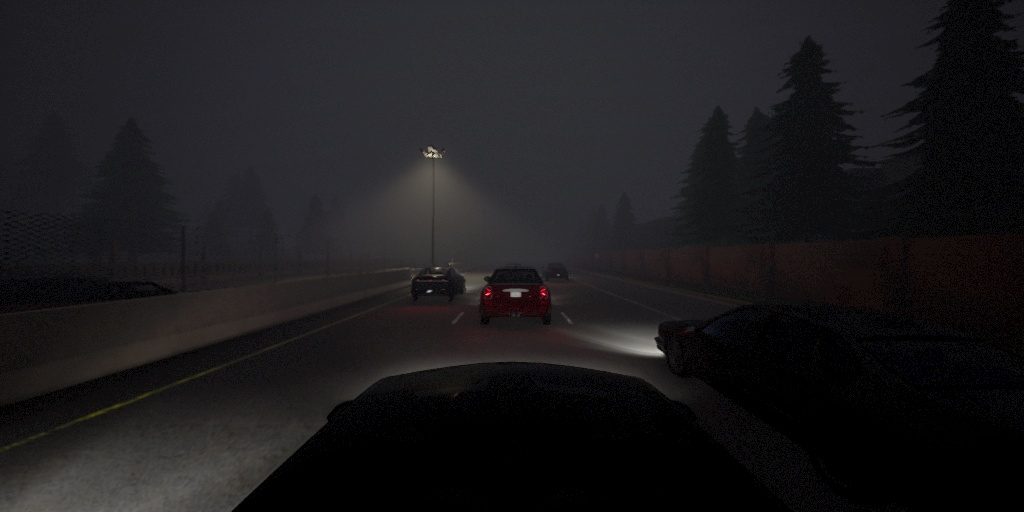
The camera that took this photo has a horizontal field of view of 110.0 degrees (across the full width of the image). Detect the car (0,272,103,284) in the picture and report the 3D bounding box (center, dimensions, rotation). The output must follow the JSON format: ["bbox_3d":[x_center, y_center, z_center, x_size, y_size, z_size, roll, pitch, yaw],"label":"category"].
[{"bbox_3d":[-14.094,1.294,10.300,2.033,1.411,5.357,0,0,0],"label":"car"}]

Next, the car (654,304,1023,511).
[{"bbox_3d":[3.601,1.298,4.322,2.033,1.411,5.357,0,0,0],"label":"car"}]

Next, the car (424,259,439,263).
[{"bbox_3d":[-13.600,1.238,60.968,2.128,1.511,4.902,0,0,2],"label":"car"}]

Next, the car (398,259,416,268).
[{"bbox_3d":[-17.177,1.271,58.832,1.812,1.442,4.674,0,0,2],"label":"car"}]

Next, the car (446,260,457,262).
[{"bbox_3d":[-10.102,1.310,60.800,1.994,1.385,4.181,0,0,2],"label":"car"}]

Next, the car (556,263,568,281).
[{"bbox_3d":[3.550,1.276,29.966,1.812,1.442,4.674,0,0,-1],"label":"car"}]

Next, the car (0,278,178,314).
[{"bbox_3d":[-10.596,1.348,9.107,1.895,1.301,4.718,0,0,0],"label":"car"}]

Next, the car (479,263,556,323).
[{"bbox_3d":[0.107,1.102,12.190,2.097,1.767,4.553,0,0,0],"label":"car"}]

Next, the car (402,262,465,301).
[{"bbox_3d":[-3.390,1.240,17.145,2.128,1.511,4.902,0,0,0],"label":"car"}]
